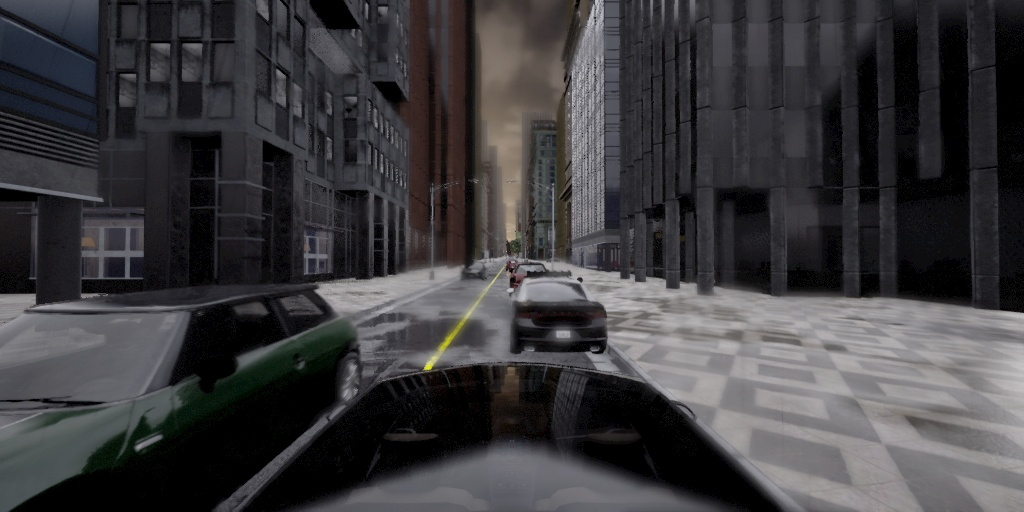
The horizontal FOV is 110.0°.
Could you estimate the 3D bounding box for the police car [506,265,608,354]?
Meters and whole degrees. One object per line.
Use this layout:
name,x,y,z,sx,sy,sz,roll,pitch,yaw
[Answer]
police car,0.907,1.176,8.902,1.930,1.638,5.238,0,0,0

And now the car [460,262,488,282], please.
car,-2.968,1.247,28.770,1.837,1.490,4.892,0,0,0

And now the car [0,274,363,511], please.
car,-3.100,1.102,3.015,2.097,1.767,4.553,0,0,0

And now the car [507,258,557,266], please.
car,0.918,1.099,18.763,2.097,1.767,4.553,0,0,0
